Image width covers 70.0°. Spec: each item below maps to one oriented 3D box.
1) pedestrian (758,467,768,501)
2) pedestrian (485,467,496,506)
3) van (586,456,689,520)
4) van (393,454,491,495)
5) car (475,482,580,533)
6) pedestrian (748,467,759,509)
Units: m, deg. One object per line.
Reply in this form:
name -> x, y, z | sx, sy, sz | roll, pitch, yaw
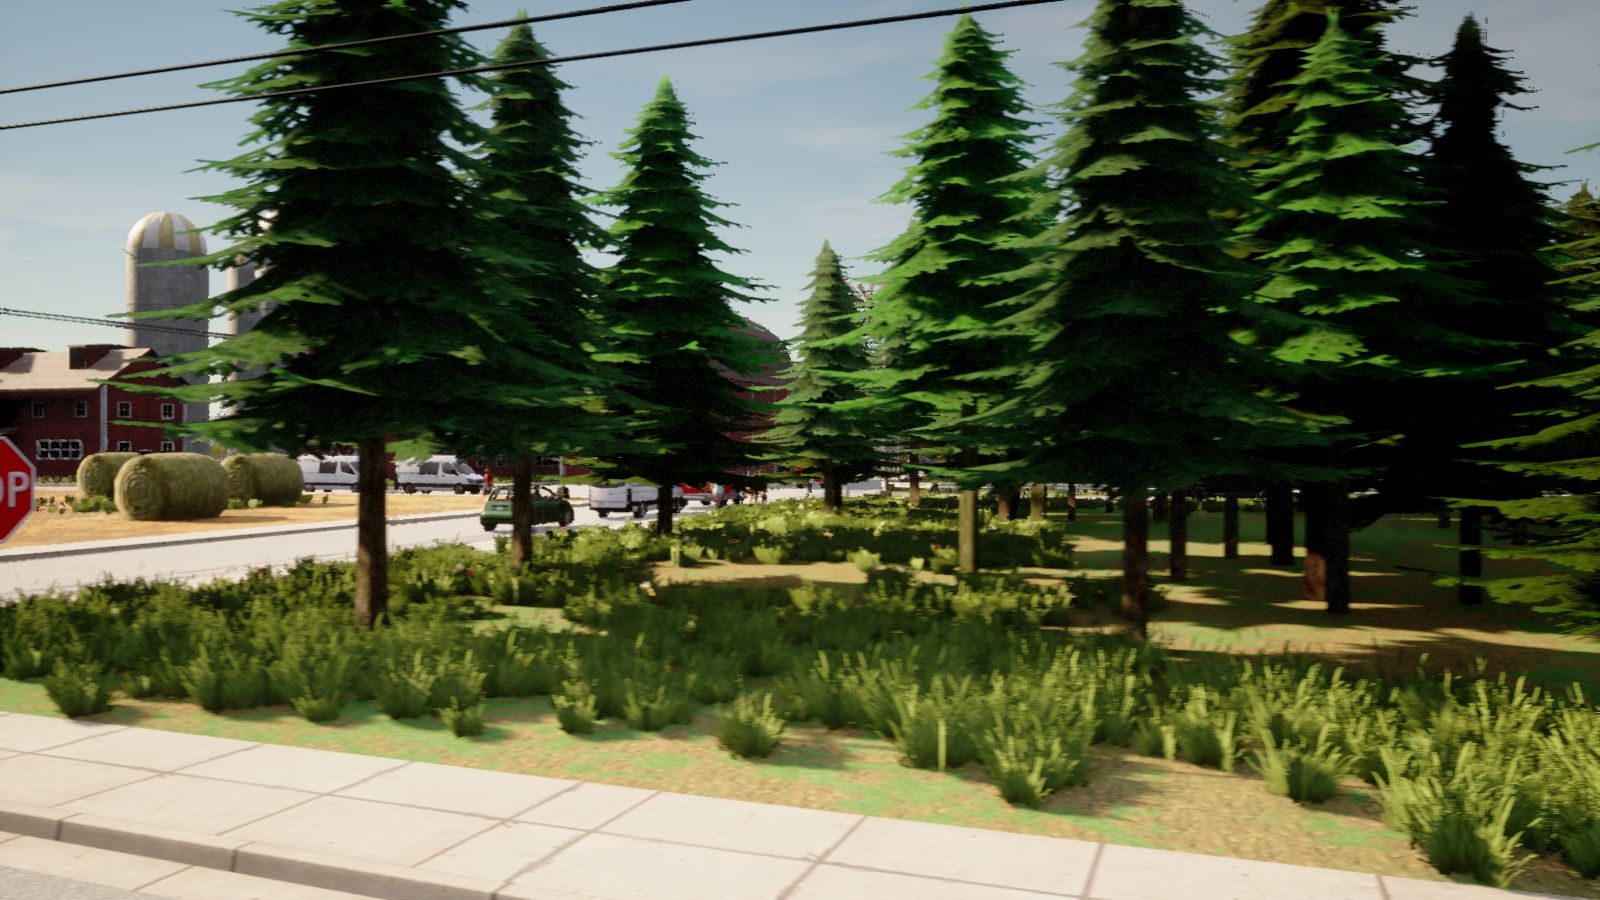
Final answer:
pedestrian -> -2.038, 1.859, 63.044 | 0.375, 1.860, 0.375 | 0, 0, 30
pedestrian -> -14.646, 1.715, 54.060 | 0.375, 1.860, 0.375 | 0, 0, 33
van -> -6.946, 1.554, 49.610 | 1.988, 2.561, 5.915 | 0, 0, 19
van -> -22.939, 1.542, 73.152 | 5.915, 2.561, 1.988 | 0, 0, 17
car -> -9.753, 2.018, 41.200 | 1.851, 1.617, 3.988 | 0, 0, 19
pedestrian -> -2.111, 1.711, 51.470 | 0.375, 1.860, 0.375 | 0, 0, 20
